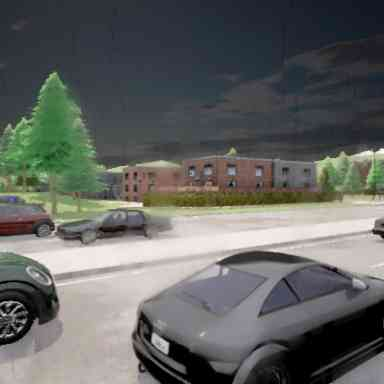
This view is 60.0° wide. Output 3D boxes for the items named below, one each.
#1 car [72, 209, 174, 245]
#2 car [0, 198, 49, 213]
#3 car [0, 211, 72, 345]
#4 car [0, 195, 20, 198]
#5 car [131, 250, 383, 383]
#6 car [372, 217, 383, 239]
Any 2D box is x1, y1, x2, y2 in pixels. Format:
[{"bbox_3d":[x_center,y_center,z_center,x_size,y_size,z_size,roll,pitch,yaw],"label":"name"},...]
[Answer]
[{"bbox_3d":[-3.473,1.522,15.620,5.357,1.411,2.033,0,0,-35],"label":"car"},{"bbox_3d":[-9.062,1.345,15.943,4.553,1.767,2.097,0,0,-35],"label":"car"},{"bbox_3d":[-4.429,1.356,4.873,4.553,1.767,2.097,0,0,-36],"label":"car"},{"bbox_3d":[-12.115,1.219,18.070,5.566,2.045,2.150,0,0,-35],"label":"car"},{"bbox_3d":[1.295,1.548,4.663,4.181,1.385,1.994,0,0,-36],"label":"car"},{"bbox_3d":[10.482,1.473,15.515,5.357,1.411,2.033,0,0,-35],"label":"car"}]
